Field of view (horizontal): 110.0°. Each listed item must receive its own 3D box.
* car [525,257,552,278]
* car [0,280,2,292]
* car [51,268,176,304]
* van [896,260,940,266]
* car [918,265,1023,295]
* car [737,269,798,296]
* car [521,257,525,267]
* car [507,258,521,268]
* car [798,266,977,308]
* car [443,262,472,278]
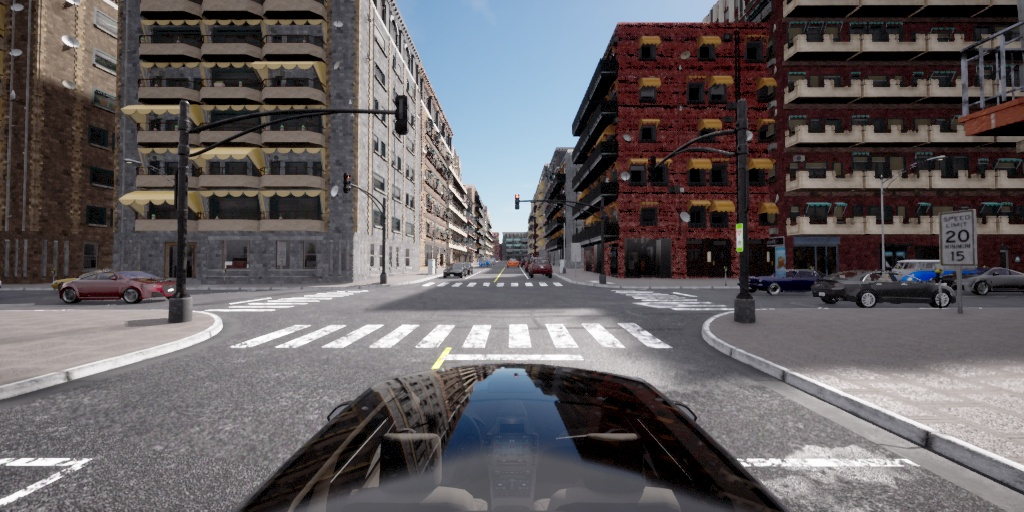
[{"bbox_3d":[2.612,1.076,33.689,2.192,1.841,5.009,0,0,0],"label":"car"},{"bbox_3d":[-26.676,1.027,16.022,5.566,2.045,2.150,0,-1,0],"label":"car"},{"bbox_3d":[-17.187,1.339,15.978,4.181,1.385,1.994,0,-1,0],"label":"car"},{"bbox_3d":[24.931,1.115,21.216,3.998,1.789,1.690,0,0,0],"label":"van"},{"bbox_3d":[24.582,1.287,18.768,4.181,1.385,1.994,0,-1,0],"label":"car"},{"bbox_3d":[14.576,1.347,18.804,4.718,1.301,1.895,0,-1,-2],"label":"car"},{"bbox_3d":[2.628,1.086,44.812,2.192,1.841,5.009,0,0,0],"label":"car"},{"bbox_3d":[0.186,1.176,63.723,2.097,1.767,4.553,0,0,0],"label":"car"},{"bbox_3d":[13.762,1.185,13.380,4.403,1.370,2.007,0,0,0],"label":"car"},{"bbox_3d":[-5.269,1.328,33.655,1.948,1.339,4.313,0,0,0],"label":"car"}]
